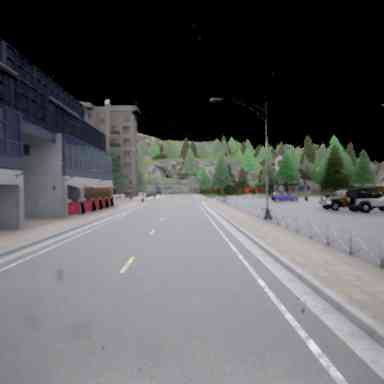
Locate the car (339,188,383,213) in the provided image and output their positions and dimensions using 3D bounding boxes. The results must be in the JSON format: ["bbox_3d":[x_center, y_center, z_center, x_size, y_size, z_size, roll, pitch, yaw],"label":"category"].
[{"bbox_3d":[13.691,0.606,25.235,3.866,1.878,1.905,-1,1,-1],"label":"car"}]

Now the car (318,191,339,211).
[{"bbox_3d":[13.222,0.600,28.132,4.605,1.855,1.932,-1,1,-1],"label":"car"}]

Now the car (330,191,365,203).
[{"bbox_3d":[20.473,0.604,43.883,3.806,1.475,1.970,-1,1,-1],"label":"car"}]

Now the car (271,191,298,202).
[{"bbox_3d":[12.995,0.664,46.717,3.633,1.501,1.845,-1,1,-1],"label":"car"}]
